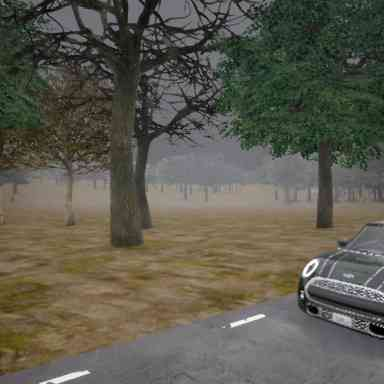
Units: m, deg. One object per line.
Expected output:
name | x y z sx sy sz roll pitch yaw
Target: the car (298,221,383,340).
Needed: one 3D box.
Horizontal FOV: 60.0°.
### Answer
car | 4.093 1.356 6.418 4.553 1.767 2.097 0 0 -37
